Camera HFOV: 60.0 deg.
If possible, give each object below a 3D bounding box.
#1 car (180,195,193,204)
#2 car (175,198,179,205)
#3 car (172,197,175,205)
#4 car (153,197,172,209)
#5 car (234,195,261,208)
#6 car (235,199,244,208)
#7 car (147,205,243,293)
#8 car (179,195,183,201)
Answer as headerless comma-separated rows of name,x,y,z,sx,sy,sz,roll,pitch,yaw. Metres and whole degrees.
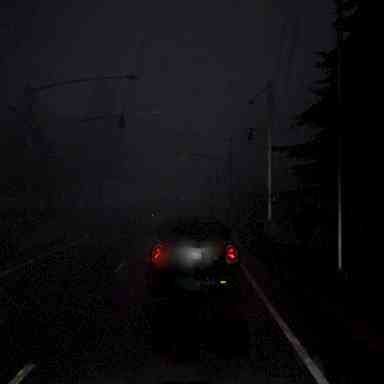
car,-0.880,1.953,73.079,1.895,1.301,4.718,0,0,-7
car,-4.133,1.663,62.527,2.097,1.767,4.553,0,0,0
car,-4.073,1.761,52.463,1.837,1.490,4.892,0,0,0
car,-4.010,1.732,43.290,1.812,1.442,4.674,0,0,0
car,8.477,1.424,50.947,3.866,1.878,1.905,0,0,-1
car,8.889,1.408,48.437,4.605,1.855,1.932,0,0,-1
car,0.077,1.402,9.145,2.097,1.767,4.553,0,0,0
car,-2.160,1.611,83.215,2.097,1.767,4.553,0,0,-13
